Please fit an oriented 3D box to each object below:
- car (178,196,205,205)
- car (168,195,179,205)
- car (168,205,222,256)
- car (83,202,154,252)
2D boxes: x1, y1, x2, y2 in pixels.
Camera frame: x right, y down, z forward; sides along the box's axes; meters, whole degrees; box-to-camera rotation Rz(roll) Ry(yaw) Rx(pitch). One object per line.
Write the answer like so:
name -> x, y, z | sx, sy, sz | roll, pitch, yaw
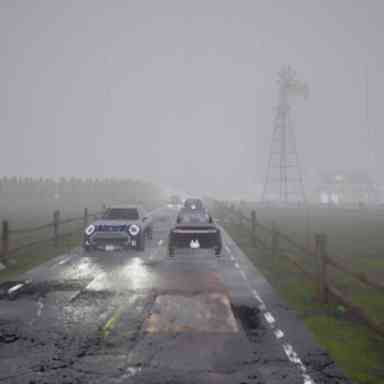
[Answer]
car -> 0.104, 1.323, 29.972 | 2.097, 1.767, 4.553 | 0, 0, 0
car -> -2.801, 1.306, 56.154 | 2.097, 1.767, 4.553 | 0, 0, 0
car -> 0.096, 1.478, 13.040 | 2.128, 1.511, 4.902 | 0, 0, 0
car -> -2.848, 1.338, 13.736 | 2.097, 1.767, 4.553 | 0, 0, 0
